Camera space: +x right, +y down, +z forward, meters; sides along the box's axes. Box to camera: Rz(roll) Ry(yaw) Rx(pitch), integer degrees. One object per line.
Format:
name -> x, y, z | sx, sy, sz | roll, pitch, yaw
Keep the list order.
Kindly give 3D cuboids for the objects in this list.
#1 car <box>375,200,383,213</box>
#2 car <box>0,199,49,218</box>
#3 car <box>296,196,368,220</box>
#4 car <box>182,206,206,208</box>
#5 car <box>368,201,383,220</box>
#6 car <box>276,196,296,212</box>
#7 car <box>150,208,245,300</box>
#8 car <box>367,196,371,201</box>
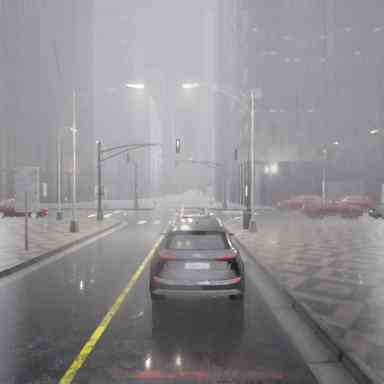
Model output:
car -> 23.436, 1.634, 37.693 | 4.313, 1.339, 1.947 | 0, 1, 0
car -> -14.886, 1.567, 29.099 | 4.507, 1.381, 1.887 | 0, 1, 0
car -> 12.156, 1.463, 29.146 | 5.009, 1.841, 2.192 | 0, 1, 0
car -> 0.116, 1.507, 17.451 | 1.837, 1.490, 4.892 | 0, 0, 0
car -> 17.798, 1.743, 29.159 | 4.313, 1.339, 1.947 | 0, 1, 0
car -> 12.151, 1.325, 37.669 | 5.009, 1.841, 2.192 | 0, 1, 0
car -> 0.117, 1.428, 8.364 | 2.033, 1.649, 4.856 | 0, 0, 0
car -> 17.794, 1.354, 37.680 | 5.009, 1.841, 2.192 | 0, 1, 0
